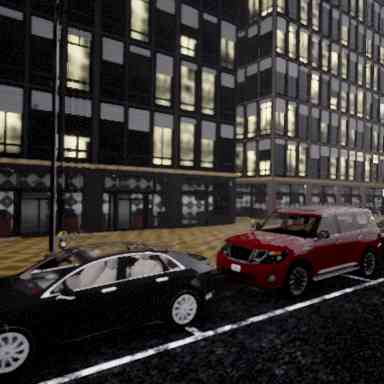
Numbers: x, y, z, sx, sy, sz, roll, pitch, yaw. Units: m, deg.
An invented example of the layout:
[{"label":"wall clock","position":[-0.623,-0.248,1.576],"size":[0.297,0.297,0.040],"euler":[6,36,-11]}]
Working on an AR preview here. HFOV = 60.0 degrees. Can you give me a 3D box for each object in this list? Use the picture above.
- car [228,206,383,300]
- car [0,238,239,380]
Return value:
[{"label":"car","position":[3.011,1.335,8.689],"size":[5.009,1.841,2.192],"euler":[0,1,-35]},{"label":"car","position":[-1.597,1.556,5.406],"size":[4.403,1.369,2.008],"euler":[0,1,-35]}]
